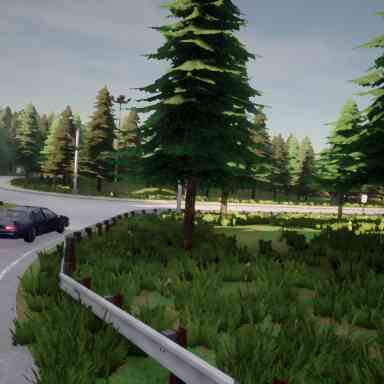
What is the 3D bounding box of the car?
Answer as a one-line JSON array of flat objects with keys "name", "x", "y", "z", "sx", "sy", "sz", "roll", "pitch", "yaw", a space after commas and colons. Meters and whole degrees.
[{"name": "car", "x": -7.599, "y": 1.372, "z": 15.551, "sx": 2.033, "sy": 1.411, "sz": 5.357, "roll": 4, "pitch": 1, "yaw": 3}]
